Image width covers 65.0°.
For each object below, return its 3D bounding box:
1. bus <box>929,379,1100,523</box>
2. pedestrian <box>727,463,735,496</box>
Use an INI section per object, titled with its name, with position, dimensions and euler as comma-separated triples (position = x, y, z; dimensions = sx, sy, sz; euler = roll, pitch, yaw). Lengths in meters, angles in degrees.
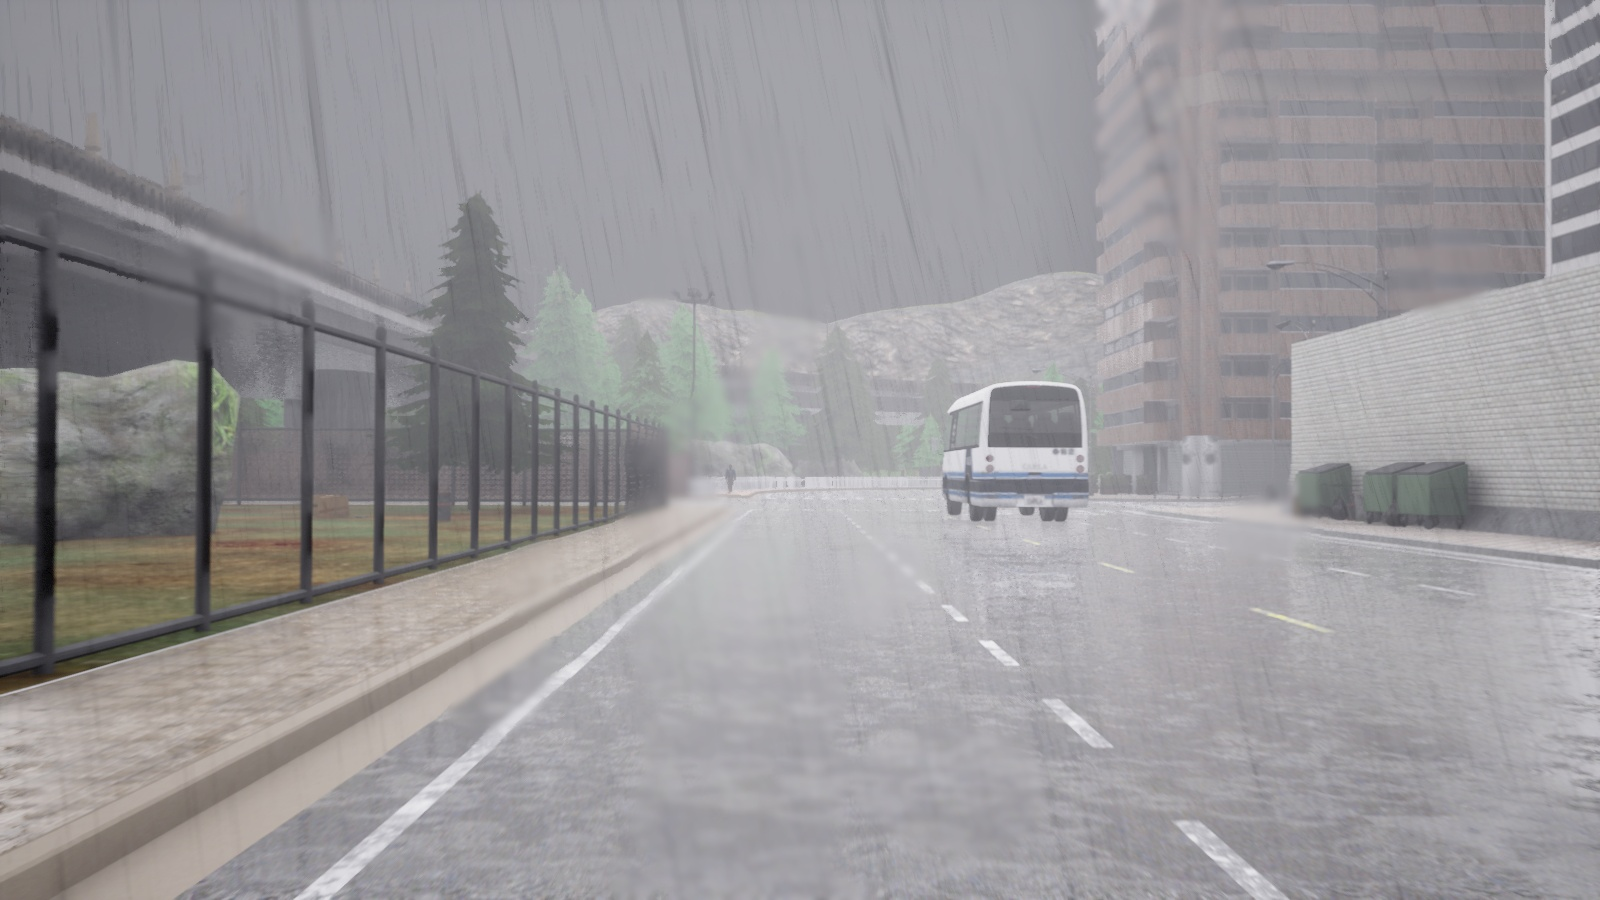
[bus]
position = 6.890, 0.120, 42.366
dimensions = 3.944, 4.253, 10.273
euler = 0, -1, 0
[pedestrian]
position = -4.084, 1.733, 74.526
dimensions = 0.423, 1.949, 0.788
euler = 0, -1, -1
